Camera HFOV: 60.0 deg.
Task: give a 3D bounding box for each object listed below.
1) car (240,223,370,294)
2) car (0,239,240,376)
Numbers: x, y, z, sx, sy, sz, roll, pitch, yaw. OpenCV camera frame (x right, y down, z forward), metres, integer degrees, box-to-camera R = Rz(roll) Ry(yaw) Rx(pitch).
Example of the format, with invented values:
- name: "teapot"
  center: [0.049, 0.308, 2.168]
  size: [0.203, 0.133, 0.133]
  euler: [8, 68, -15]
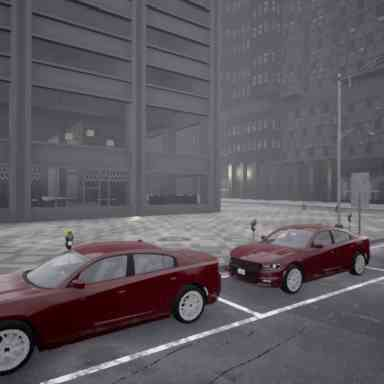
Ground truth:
- name: "car"
  center: [2.937, 1.545, 8.789]
  size: [4.507, 1.381, 1.887]
  euler: [0, 0, -36]
- name: "car"
  center: [-1.550, 1.545, 5.565]
  size: [4.507, 1.381, 1.887]
  euler: [0, 0, -36]
